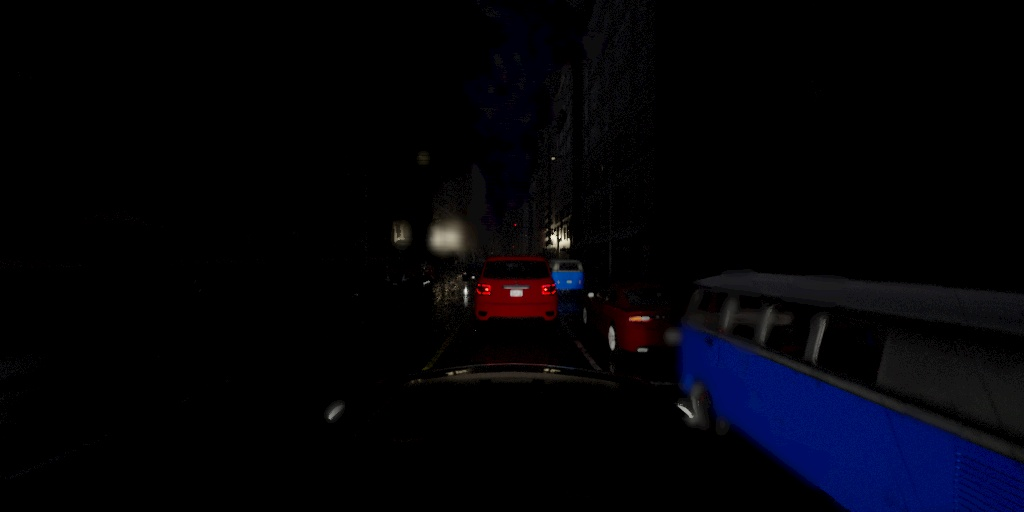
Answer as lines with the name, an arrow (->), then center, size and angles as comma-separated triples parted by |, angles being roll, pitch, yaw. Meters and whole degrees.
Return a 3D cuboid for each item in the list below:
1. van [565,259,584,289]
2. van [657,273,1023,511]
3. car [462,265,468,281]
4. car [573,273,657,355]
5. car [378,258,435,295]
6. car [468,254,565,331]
van -> 2.877, 1.066, 19.869 | 1.690, 1.789, 3.998 | 0, 0, 0
van -> 2.857, 1.089, 2.887 | 1.690, 1.789, 3.998 | 0, 0, 0
car -> -2.969, 1.253, 30.154 | 2.033, 1.411, 5.357 | 0, 0, 0
car -> 2.863, 1.287, 8.548 | 1.888, 1.381, 4.507 | 0, 0, 0
car -> -5.648, 1.040, 19.839 | 2.192, 1.841, 5.009 | 0, 0, 0
car -> 0.113, 0.961, 11.139 | 2.150, 2.045, 5.566 | 0, 0, 0
